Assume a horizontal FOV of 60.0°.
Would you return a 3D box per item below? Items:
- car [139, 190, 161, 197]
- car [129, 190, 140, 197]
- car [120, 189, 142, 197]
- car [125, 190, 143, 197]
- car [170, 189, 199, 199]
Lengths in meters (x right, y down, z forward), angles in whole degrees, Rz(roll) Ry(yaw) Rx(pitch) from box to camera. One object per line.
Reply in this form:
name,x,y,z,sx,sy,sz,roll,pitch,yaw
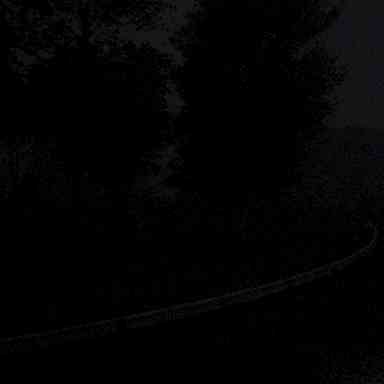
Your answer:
car,-7.294,0.445,57.222,1.837,1.490,4.892,3,-4,-19
car,-16.974,0.480,86.095,5.366,1.575,1.946,2,0,-14
car,-16.442,0.285,89.124,5.566,2.045,2.435,2,-1,-14
car,-16.114,0.446,92.074,4.553,1.767,2.185,2,0,-14
car,-0.746,0.318,52.104,1.837,1.490,4.892,3,-1,-45
